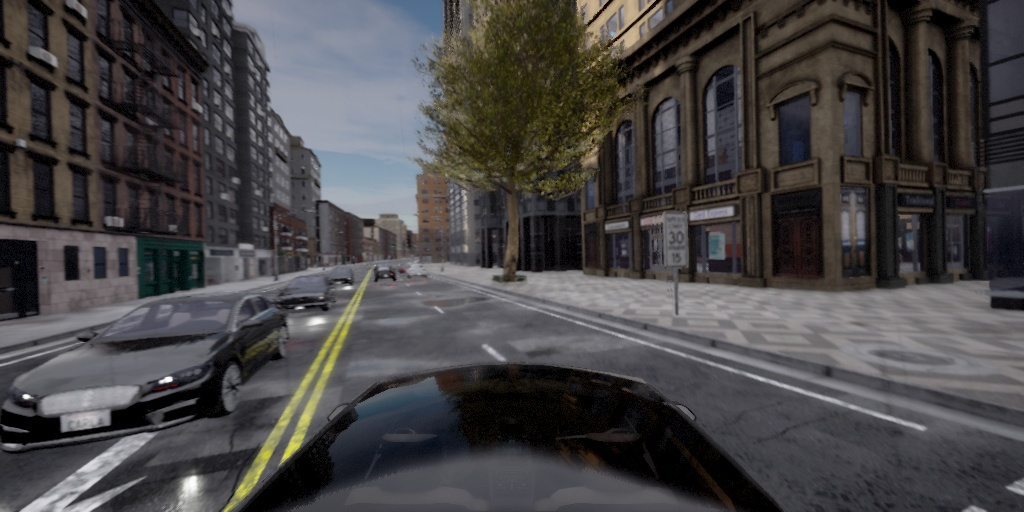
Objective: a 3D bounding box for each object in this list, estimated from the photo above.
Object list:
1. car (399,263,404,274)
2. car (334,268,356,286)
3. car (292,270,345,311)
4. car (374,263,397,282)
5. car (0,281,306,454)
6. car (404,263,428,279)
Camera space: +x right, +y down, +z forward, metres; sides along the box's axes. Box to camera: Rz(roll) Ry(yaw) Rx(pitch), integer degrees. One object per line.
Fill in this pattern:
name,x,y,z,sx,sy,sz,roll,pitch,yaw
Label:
car,-14.862,1.705,50.604,1.994,1.385,4.181,-2,0,-20
car,-14.184,1.716,30.030,2.033,1.411,5.357,-2,0,-20
car,-8.860,1.571,15.827,2.033,1.411,5.357,-2,0,-21
car,-12.214,1.630,34.547,1.812,1.442,4.674,-2,0,-21
car,-5.101,1.398,5.845,2.128,1.511,4.902,-2,0,-21
car,-10.028,1.560,37.739,1.812,1.442,4.674,-2,0,-20
